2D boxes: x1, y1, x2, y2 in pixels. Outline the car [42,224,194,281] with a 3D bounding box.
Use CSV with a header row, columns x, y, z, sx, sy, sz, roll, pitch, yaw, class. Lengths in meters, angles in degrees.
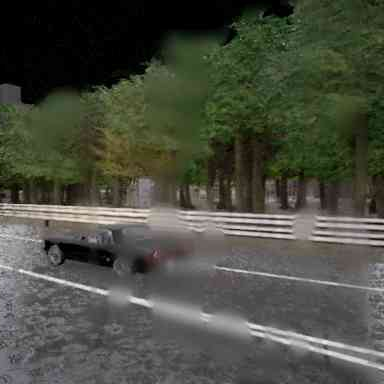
x,y,z,sx,sy,sz,roll,pitch,yaw,class
-2.375,1.606,9.914,4.718,1.301,1.895,0,0,34,car
